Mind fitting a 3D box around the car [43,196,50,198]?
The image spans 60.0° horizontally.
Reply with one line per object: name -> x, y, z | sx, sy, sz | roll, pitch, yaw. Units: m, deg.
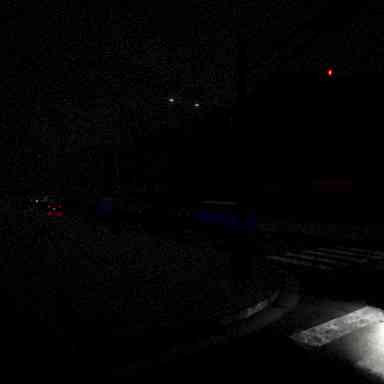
car -> -20.587, 1.766, 50.079 | 2.008, 1.369, 4.403 | 0, 0, -36

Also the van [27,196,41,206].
van -> -30.192, 1.609, 63.405 | 1.690, 1.788, 3.998 | 0, 0, -36

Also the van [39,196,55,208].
van -> -23.788, 1.574, 54.522 | 1.690, 1.788, 3.998 | 0, 0, -36

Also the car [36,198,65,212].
car -> -17.902, 1.774, 41.932 | 1.895, 1.301, 4.718 | 0, 0, -35

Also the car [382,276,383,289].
car -> 6.149, 1.578, 7.462 | 4.674, 1.442, 1.812 | 0, 0, -35

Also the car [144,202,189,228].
car -> -1.376, 1.554, 23.430 | 1.967, 1.590, 4.097 | 0, 0, -36

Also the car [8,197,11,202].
car -> -43.099, 1.863, 81.310 | 1.752, 1.417, 4.829 | 0, 0, -36

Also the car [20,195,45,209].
car -> -23.987, 1.428, 50.293 | 2.150, 2.045, 5.566 | 0, 0, -36

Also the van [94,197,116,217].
van -> -7.780, 1.487, 32.313 | 1.690, 1.788, 3.998 | 0, 0, -36

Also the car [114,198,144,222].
car -> -4.578, 1.569, 27.871 | 1.967, 1.590, 4.097 | 0, 0, -36

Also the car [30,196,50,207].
car -> -26.990, 1.565, 58.964 | 2.192, 1.841, 5.009 | 0, 0, -36

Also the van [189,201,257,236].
van -> 1.826, 1.440, 18.988 | 1.690, 1.788, 3.998 | 0, 0, -36

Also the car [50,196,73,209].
car -> -17.385, 1.513, 45.638 | 2.192, 1.841, 5.009 | 0, 0, -36

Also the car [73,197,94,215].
car -> -10.981, 1.478, 36.752 | 2.192, 1.841, 5.009 | 0, 0, -36

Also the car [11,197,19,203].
car -> -39.797, 1.760, 76.730 | 1.967, 1.590, 4.097 | 0, 0, -36
